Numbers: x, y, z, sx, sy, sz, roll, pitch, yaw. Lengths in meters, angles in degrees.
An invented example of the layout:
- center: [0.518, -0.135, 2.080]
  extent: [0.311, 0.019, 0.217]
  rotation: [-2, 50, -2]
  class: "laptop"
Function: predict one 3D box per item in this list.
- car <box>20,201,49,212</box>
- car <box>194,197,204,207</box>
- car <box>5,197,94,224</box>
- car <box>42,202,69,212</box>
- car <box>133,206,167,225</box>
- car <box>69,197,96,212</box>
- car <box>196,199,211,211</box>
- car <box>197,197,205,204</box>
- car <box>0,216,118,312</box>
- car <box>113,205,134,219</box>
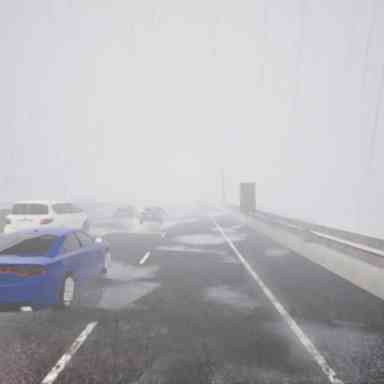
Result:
- center: [-23.814, 2.106, 50.388]
  extent: [1.882, 1.535, 5.008]
  rotation: [0, -1, 2]
  class: "car"
- center: [1.442, 2.329, 70.221]
  extent: [1.837, 1.490, 4.892]
  rotation: [0, -1, 2]
  class: "car"
- center: [-6.815, 1.418, 16.295]
  extent: [2.150, 2.045, 5.566]
  rotation: [0, -1, 1]
  class: "car"
- center: [-20.324, 2.222, 49.843]
  extent: [1.895, 1.301, 4.718]
  rotation: [0, -1, 2]
  class: "car"
- center: [-3.169, 1.885, 27.678]
  extent: [2.033, 1.411, 5.357]
  rotation: [0, -1, 1]
  class: "car"
- center: [-16.790, 1.862, 51.268]
  extent: [2.150, 2.045, 5.566]
  rotation: [0, -1, 2]
  class: "car"
- center: [2.003, 2.169, 51.383]
  extent: [1.812, 1.442, 4.674]
  rotation: [0, -1, 2]
  class: "car"
- center: [2.486, 2.280, 92.345]
  extent: [2.150, 2.045, 5.566]
  rotation: [0, -1, 3]
  class: "car"
- center: [-3.375, 1.574, 8.031]
  extent: [1.882, 1.535, 5.008]
  rotation: [0, -1, 0]
  class: "car"
- center: [-6.558, 1.975, 33.597]
  extent: [1.994, 1.385, 4.181]
  rotation: [0, -1, 1]
  class: "car"
